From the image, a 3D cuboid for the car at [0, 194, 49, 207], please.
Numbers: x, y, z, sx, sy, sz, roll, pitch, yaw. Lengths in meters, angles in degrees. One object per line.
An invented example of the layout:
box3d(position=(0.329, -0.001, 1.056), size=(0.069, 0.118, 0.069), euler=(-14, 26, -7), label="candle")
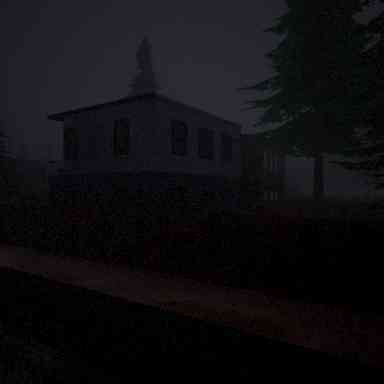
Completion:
box3d(position=(-14.753, 1.202, 29.594), size=(2.150, 2.045, 5.566), euler=(0, 0, 27), label="car")
